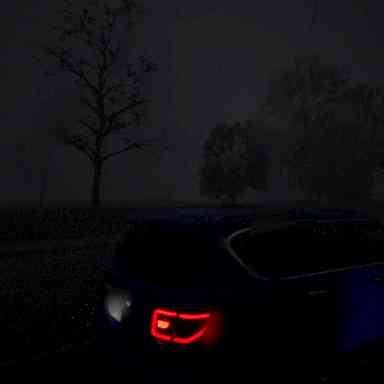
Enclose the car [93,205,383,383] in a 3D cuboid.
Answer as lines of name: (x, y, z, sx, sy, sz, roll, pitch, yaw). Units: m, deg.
car: (1.505, 1.210, 4.636, 5.566, 2.045, 2.150, 0, 0, -34)
